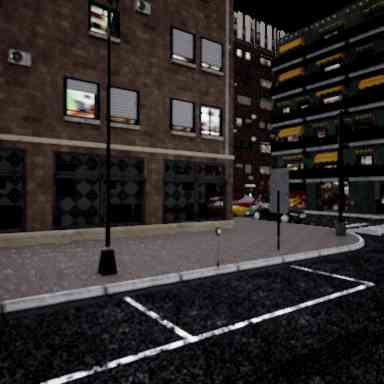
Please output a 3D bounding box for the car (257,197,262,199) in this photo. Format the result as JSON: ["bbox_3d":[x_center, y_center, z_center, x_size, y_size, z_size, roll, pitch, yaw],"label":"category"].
[{"bbox_3d":[6.463,1.224,38.021,1.967,1.590,4.097,1,0,-36],"label":"car"}]

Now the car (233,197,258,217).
[{"bbox_3d":[3.027,1.337,28.483,1.752,1.417,4.829,1,0,-36],"label":"car"}]

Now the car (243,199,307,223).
[{"bbox_3d":[6.195,1.438,24.114,2.008,1.369,4.403,1,0,-36],"label":"car"}]
